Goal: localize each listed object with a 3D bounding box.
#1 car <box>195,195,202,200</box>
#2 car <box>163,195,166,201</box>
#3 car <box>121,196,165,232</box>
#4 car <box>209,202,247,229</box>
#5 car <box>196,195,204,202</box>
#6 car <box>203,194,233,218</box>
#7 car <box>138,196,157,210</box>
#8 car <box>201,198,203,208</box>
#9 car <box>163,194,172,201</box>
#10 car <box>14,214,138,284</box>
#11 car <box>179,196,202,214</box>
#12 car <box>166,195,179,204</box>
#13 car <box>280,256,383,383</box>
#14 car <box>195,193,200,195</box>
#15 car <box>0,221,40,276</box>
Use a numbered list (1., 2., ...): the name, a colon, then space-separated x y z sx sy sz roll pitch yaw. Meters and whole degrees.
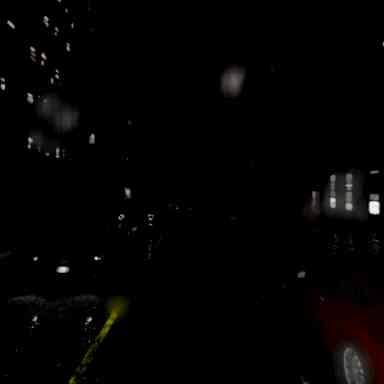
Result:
1. car: 1.773 1.471 87.976 1.802 1.307 4.206 -1 0 -1
2. car: -5.956 1.454 71.068 1.752 1.417 4.829 -1 0 -1
3. car: -3.006 1.337 19.654 2.097 1.767 4.553 0 0 -1
4. car: 2.374 1.537 21.391 1.947 1.339 4.313 -1 0 -1
5. car: 1.871 1.429 77.048 1.752 1.417 4.829 -1 0 -1
6. car: 2.320 1.281 26.939 2.192 1.841 5.009 -1 0 -1
7. car: -5.708 1.403 43.493 1.967 1.590 4.097 -1 0 -1
8. car: 2.273 1.510 32.488 2.008 1.369 4.403 -1 0 -1
9. car: -6.059 1.354 82.335 1.967 1.590 4.097 -1 0 -1
10. car: -2.928 1.560 9.490 1.994 1.385 4.181 0 0 -1
11. car: -0.198 1.487 34.912 1.812 1.442 4.674 0 0 -1
12. car: -3.325 1.536 61.808 1.895 1.301 4.718 0 0 0
13. car: 2.529 1.571 4.745 1.802 1.307 4.206 -1 0 -1
14. car: 1.969 1.233 65.781 2.192 1.841 5.009 -1 0 -1
15. car: -5.405 1.582 10.200 1.802 1.307 4.206 -1 0 -1
